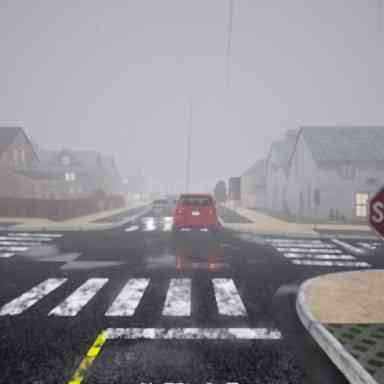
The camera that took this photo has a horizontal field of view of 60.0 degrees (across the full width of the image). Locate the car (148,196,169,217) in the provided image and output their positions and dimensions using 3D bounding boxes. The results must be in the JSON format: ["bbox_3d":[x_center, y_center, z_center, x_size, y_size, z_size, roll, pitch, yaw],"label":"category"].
[{"bbox_3d":[-2.783,1.334,29.588,1.812,1.442,4.674,0,0,0],"label":"car"}]

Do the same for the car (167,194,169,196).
[{"bbox_3d":[-2.735,1.045,46.460,2.097,1.767,4.553,0,0,0],"label":"car"}]

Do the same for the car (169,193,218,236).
[{"bbox_3d":[0.170,1.079,17.847,2.150,2.045,5.566,1,0,0],"label":"car"}]
